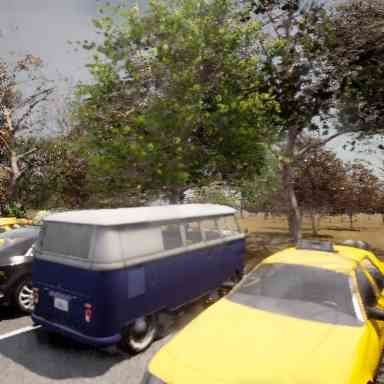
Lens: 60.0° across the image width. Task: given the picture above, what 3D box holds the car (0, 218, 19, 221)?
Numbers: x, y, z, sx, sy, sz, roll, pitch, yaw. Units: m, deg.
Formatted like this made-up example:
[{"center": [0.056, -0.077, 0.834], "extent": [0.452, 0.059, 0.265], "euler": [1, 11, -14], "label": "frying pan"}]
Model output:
[{"center": [-5.093, 1.481, 9.385], "extent": [2.097, 1.535, 5.008], "euler": [0, 0, 35], "label": "car"}]

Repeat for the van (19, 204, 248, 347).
[{"center": [-0.511, 1.255, 6.268], "extent": [1.878, 1.987, 4.442], "euler": [0, 0, 35], "label": "van"}]

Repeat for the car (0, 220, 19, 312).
[{"center": [-2.838, 1.482, 7.776], "extent": [2.231, 1.521, 4.892], "euler": [0, 0, 35], "label": "car"}]

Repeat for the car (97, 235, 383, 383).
[{"center": [1.571, 1.477, 4.413], "extent": [1.946, 1.575, 5.366], "euler": [0, 0, 35], "label": "car"}]
